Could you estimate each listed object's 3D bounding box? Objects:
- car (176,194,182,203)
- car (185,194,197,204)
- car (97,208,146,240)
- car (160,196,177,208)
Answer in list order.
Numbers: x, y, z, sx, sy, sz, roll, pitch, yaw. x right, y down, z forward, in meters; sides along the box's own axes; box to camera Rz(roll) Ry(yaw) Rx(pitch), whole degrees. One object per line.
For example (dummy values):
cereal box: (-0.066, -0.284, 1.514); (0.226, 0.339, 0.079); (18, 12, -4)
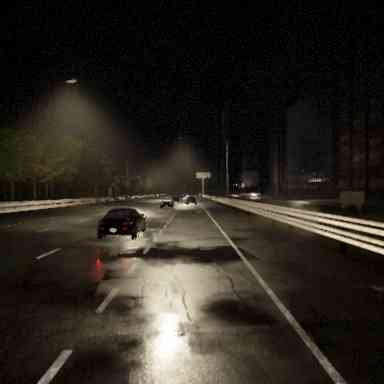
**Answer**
car: (-3.754, 1.630, 75.130); (1.837, 1.490, 4.892); (0, 0, 0)
car: (-0.097, 1.608, 66.925); (1.837, 1.490, 4.892); (0, -1, 0)
car: (-3.508, 1.536, 17.097); (1.812, 1.442, 4.674); (0, 0, 0)
car: (-3.601, 1.664, 49.121); (1.895, 1.301, 4.718); (0, 0, 0)
